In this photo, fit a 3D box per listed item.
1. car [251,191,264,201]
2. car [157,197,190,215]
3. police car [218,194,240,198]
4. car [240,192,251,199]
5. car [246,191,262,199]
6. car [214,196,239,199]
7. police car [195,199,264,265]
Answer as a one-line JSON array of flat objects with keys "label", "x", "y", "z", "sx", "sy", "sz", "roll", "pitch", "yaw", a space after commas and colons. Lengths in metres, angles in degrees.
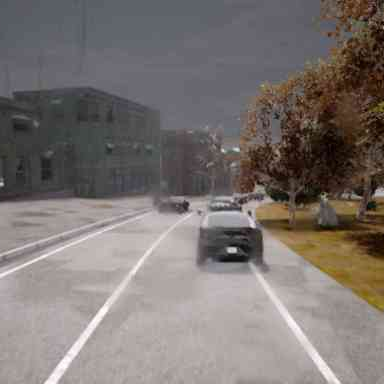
[{"label": "car", "x": 11.173, "y": 0.697, "z": 57.671, "sx": 1.837, "sy": 1.490, "sz": 4.892, "roll": 3, "pitch": 1, "yaw": 26}, {"label": "car", "x": -1.467, "y": 1.098, "z": 27.767, "sx": 1.895, "sy": 1.301, "sz": 4.718, "roll": 1, "pitch": 1, "yaw": 10}, {"label": "police car", "x": 2.641, "y": 1.002, "z": 26.805, "sx": 1.930, "sy": 1.638, "sz": 5.238, "roll": 1, "pitch": 1, "yaw": 9}, {"label": "car", "x": 6.278, "y": 0.889, "z": 45.321, "sx": 1.895, "sy": 1.301, "sz": 4.718, "roll": 2, "pitch": 1, "yaw": 19}, {"label": "car", "x": 12.604, "y": 0.564, "z": 67.595, "sx": 1.994, "sy": 1.385, "sz": 4.181, "roll": 3, "pitch": 2, "yaw": 28}, {"label": "car", "x": 1.817, "y": 1.201, "z": 20.863, "sx": 1.812, "sy": 1.442, "sz": 4.674, "roll": 1, "pitch": 1, "yaw": 6}, {"label": "police car", "x": 1.119, "y": 1.255, "z": 11.159, "sx": 1.930, "sy": 1.638, "sz": 5.238, "roll": 0, "pitch": 1, "yaw": 2}]
